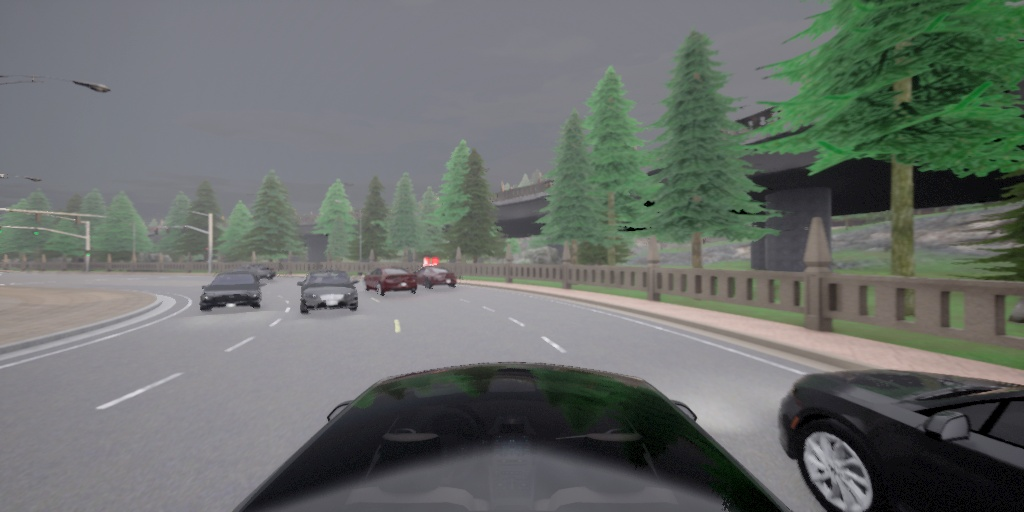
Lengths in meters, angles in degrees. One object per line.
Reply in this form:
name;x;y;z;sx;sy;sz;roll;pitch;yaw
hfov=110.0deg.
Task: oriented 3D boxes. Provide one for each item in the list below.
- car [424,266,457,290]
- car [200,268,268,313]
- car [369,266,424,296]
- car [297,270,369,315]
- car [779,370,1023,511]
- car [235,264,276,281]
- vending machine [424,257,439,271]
car;-5.391;1.402;23.938;1.812;1.442;4.674;0;-1;-39
car;-11.662;1.415;15.170;2.033;1.411;5.357;0;0;-34
car;-7.088;1.347;20.589;1.882;1.535;5.008;0;-1;-36
car;-7.297;1.334;14.259;2.128;1.511;4.902;0;0;-30
car;3.371;1.236;1.267;1.837;1.490;4.892;1;0;-1
car;-23.339;1.492;31.925;4.902;1.511;2.128;0;0;21
vending machine;-7.054;1.114;31.458;0.880;2.100;1.100;0;0;40
